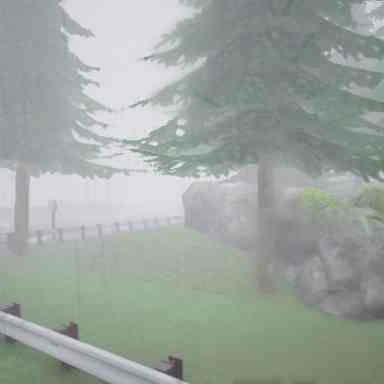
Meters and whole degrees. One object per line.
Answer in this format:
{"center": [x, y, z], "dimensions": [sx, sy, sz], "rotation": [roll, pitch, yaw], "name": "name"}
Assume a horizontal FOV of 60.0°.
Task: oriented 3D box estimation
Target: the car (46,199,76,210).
{"center": [-23.371, 2.176, 59.262], "dimensions": [2.097, 1.767, 4.553], "rotation": [-1, 0, 34], "name": "car"}

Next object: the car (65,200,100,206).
{"center": [-16.328, 2.186, 50.979], "dimensions": [2.128, 1.511, 4.902], "rotation": [-1, -1, 34], "name": "car"}

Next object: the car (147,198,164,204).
{"center": [-7.332, 1.804, 64.165], "dimensions": [1.882, 1.535, 5.008], "rotation": [-1, 0, 34], "name": "car"}

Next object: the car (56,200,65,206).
{"center": [-21.693, 2.308, 55.523], "dimensions": [1.812, 1.442, 4.674], "rotation": [-1, -1, 34], "name": "car"}
